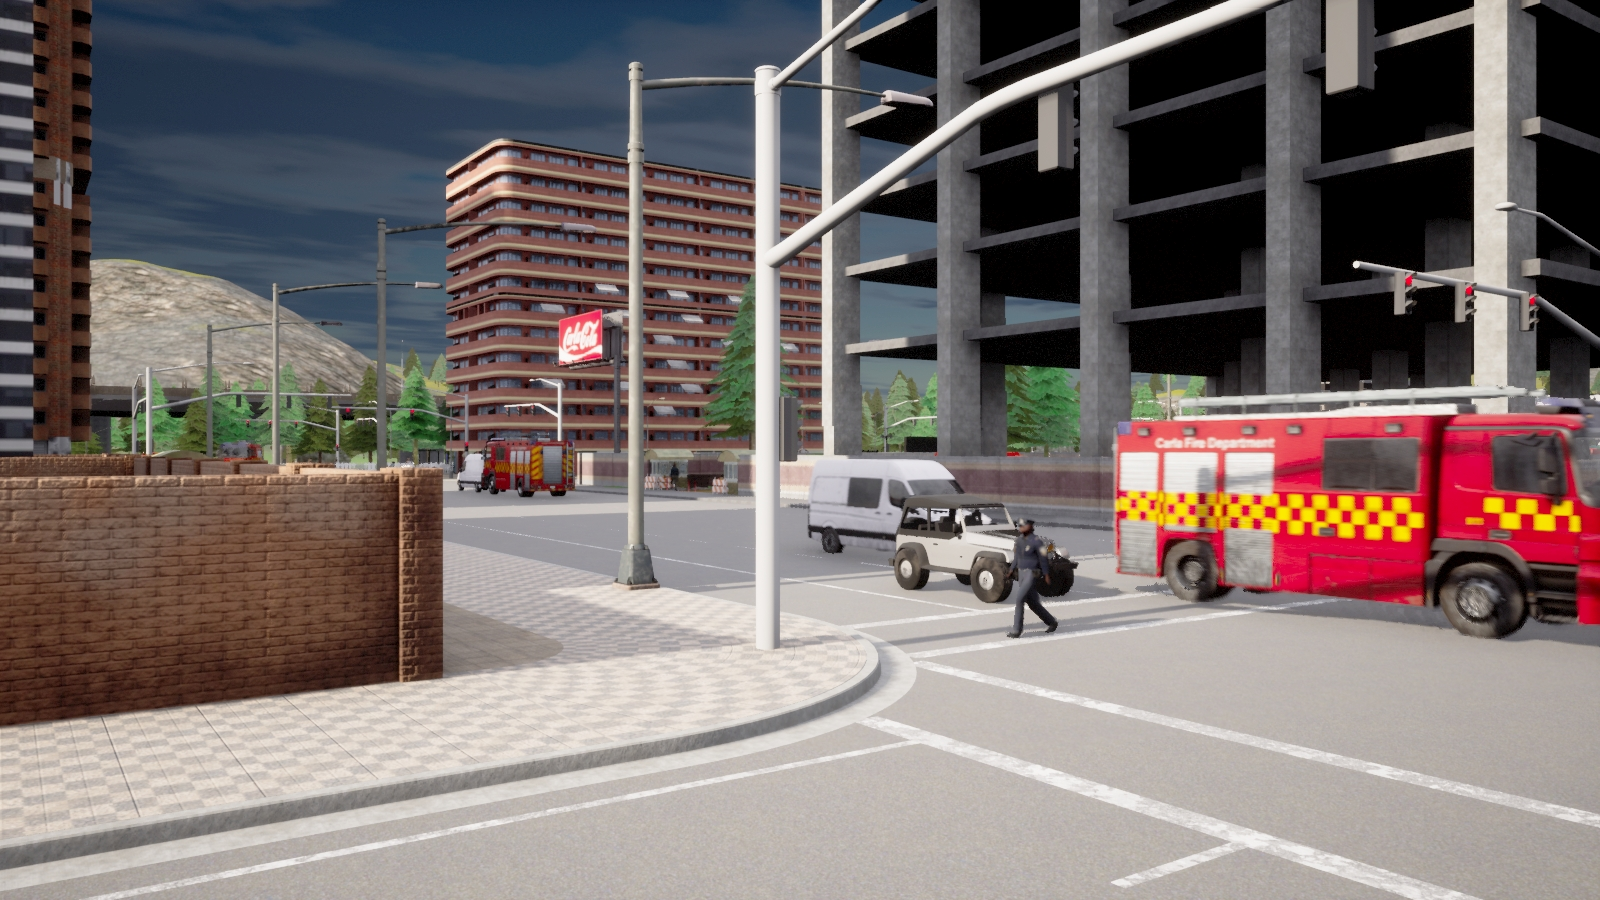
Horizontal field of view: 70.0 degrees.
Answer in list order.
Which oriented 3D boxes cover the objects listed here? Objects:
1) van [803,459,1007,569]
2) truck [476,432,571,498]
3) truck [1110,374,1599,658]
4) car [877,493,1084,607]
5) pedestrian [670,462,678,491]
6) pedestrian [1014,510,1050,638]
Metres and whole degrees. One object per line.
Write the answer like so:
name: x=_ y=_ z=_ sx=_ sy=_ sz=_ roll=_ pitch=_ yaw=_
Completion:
van: x=2.584 y=1.534 z=29.877 sx=1.988 sy=2.561 sz=5.915 roll=0 pitch=0 yaw=-35
truck: x=-17.186 y=0.889 z=70.593 sx=2.891 sy=3.827 sz=8.468 roll=0 pitch=0 yaw=-34
truck: x=9.626 y=0.889 z=19.450 sx=2.891 sy=3.827 sz=8.468 roll=0 pitch=0 yaw=-35
car: x=3.447 y=1.856 z=22.431 sx=1.905 sy=1.878 sz=3.866 roll=0 pitch=0 yaw=-33
pedestrian: x=-8.024 y=1.694 z=72.691 sx=0.375 sy=1.860 sz=0.375 roll=0 pitch=0 yaw=-26
pedestrian: x=3.480 y=1.848 z=17.122 sx=0.375 sy=1.860 sz=0.375 roll=0 pitch=0 yaw=-32
